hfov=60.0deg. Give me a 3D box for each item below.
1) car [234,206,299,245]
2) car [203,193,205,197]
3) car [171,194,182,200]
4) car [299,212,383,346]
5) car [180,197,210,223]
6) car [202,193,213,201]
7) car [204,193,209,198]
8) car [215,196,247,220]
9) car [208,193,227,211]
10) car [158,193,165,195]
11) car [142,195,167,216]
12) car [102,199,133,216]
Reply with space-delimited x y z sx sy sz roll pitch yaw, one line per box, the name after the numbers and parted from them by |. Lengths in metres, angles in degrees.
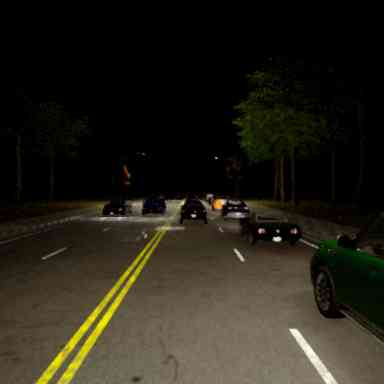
3.250 1.506 14.901 1.895 1.301 4.718 0 0 0 | car
3.251 1.130 58.868 2.033 1.411 5.357 0 0 0 | car
-3.248 1.038 70.601 1.994 1.385 4.181 0 0 0 | car
3.351 1.194 4.122 2.150 2.045 5.566 0 0 0 | car
0.100 1.374 24.023 1.812 1.442 4.674 0 1 0 | car
3.252 0.983 69.867 2.128 1.511 4.902 0 0 0 | car
3.251 1.221 47.869 2.033 1.411 5.357 0 0 0 | car
3.250 1.328 25.870 2.128 1.511 4.902 0 0 0 | car
3.251 1.113 36.838 2.097 1.767 4.553 0 0 0 | car
-6.498 1.010 70.601 2.128 1.511 4.902 0 0 0 | car
-3.346 1.287 30.045 1.882 1.535 5.008 0 0 0 | car
-6.598 1.356 30.055 2.033 1.411 5.357 0 0 0 | car
